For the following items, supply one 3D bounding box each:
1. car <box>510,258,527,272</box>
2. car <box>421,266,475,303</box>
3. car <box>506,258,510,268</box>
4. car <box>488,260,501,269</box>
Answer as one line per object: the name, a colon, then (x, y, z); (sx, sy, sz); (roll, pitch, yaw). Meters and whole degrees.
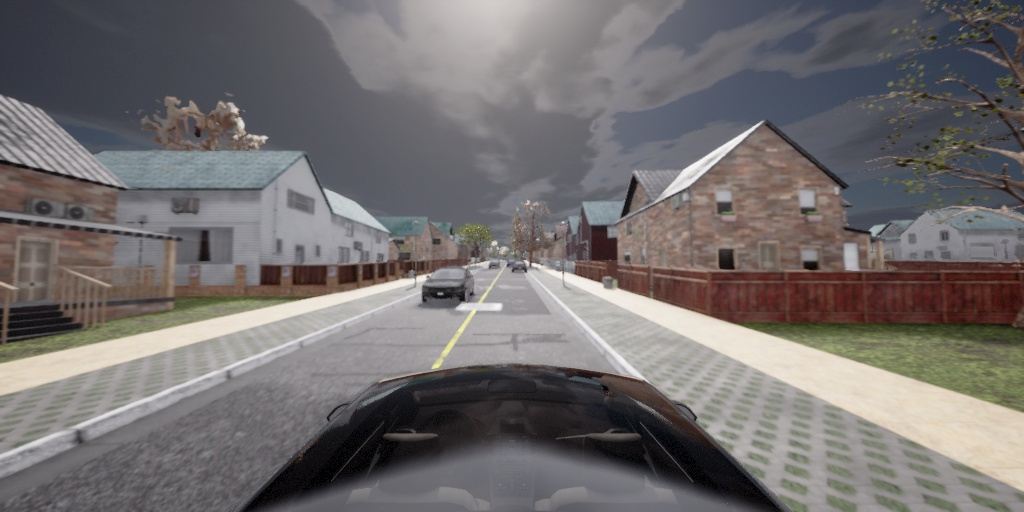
car: (0.946, 1.292, 45.109); (1.812, 1.442, 4.674); (0, 0, 0)
car: (-2.854, 1.238, 16.834); (1.882, 1.535, 5.008); (0, 0, 0)
car: (-0.024, 1.299, 63.710); (1.812, 1.442, 4.674); (0, 0, 0)
car: (-2.812, 1.318, 58.348); (2.033, 1.411, 5.357); (0, 0, 1)
